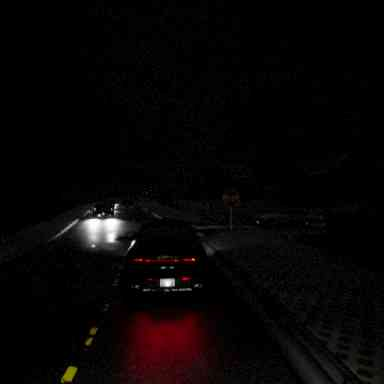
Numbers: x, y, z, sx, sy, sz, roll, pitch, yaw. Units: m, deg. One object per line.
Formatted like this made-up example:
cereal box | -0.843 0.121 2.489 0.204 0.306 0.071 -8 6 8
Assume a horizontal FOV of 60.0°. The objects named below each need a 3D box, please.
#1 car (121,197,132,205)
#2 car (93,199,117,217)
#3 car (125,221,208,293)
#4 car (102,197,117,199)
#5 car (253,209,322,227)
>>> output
car | -11.287 1.550 57.653 1.812 1.442 4.674 1 0 -12
car | -8.241 1.595 31.212 1.895 1.301 4.718 1 0 -13
car | -0.694 1.540 9.002 1.837 1.490 4.892 0 0 -5
car | -10.601 1.483 41.387 1.837 1.490 4.892 1 0 -12
car | 6.906 1.895 24.372 4.718 1.301 1.895 1 -3 -11
